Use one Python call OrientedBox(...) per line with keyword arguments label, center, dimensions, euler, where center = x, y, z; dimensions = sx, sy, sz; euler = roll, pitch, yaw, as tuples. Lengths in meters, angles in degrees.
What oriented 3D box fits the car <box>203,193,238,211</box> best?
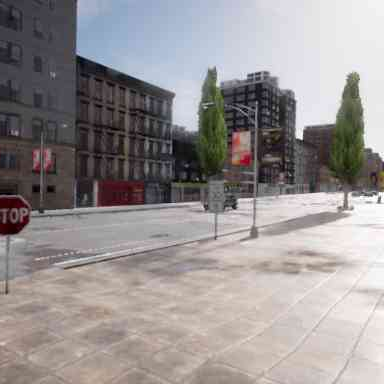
OrientedBox(label="car", center=(3.489, 1.180, 39.436), dimensions=(2.150, 2.045, 5.566), euler=(2, 1, 35))
